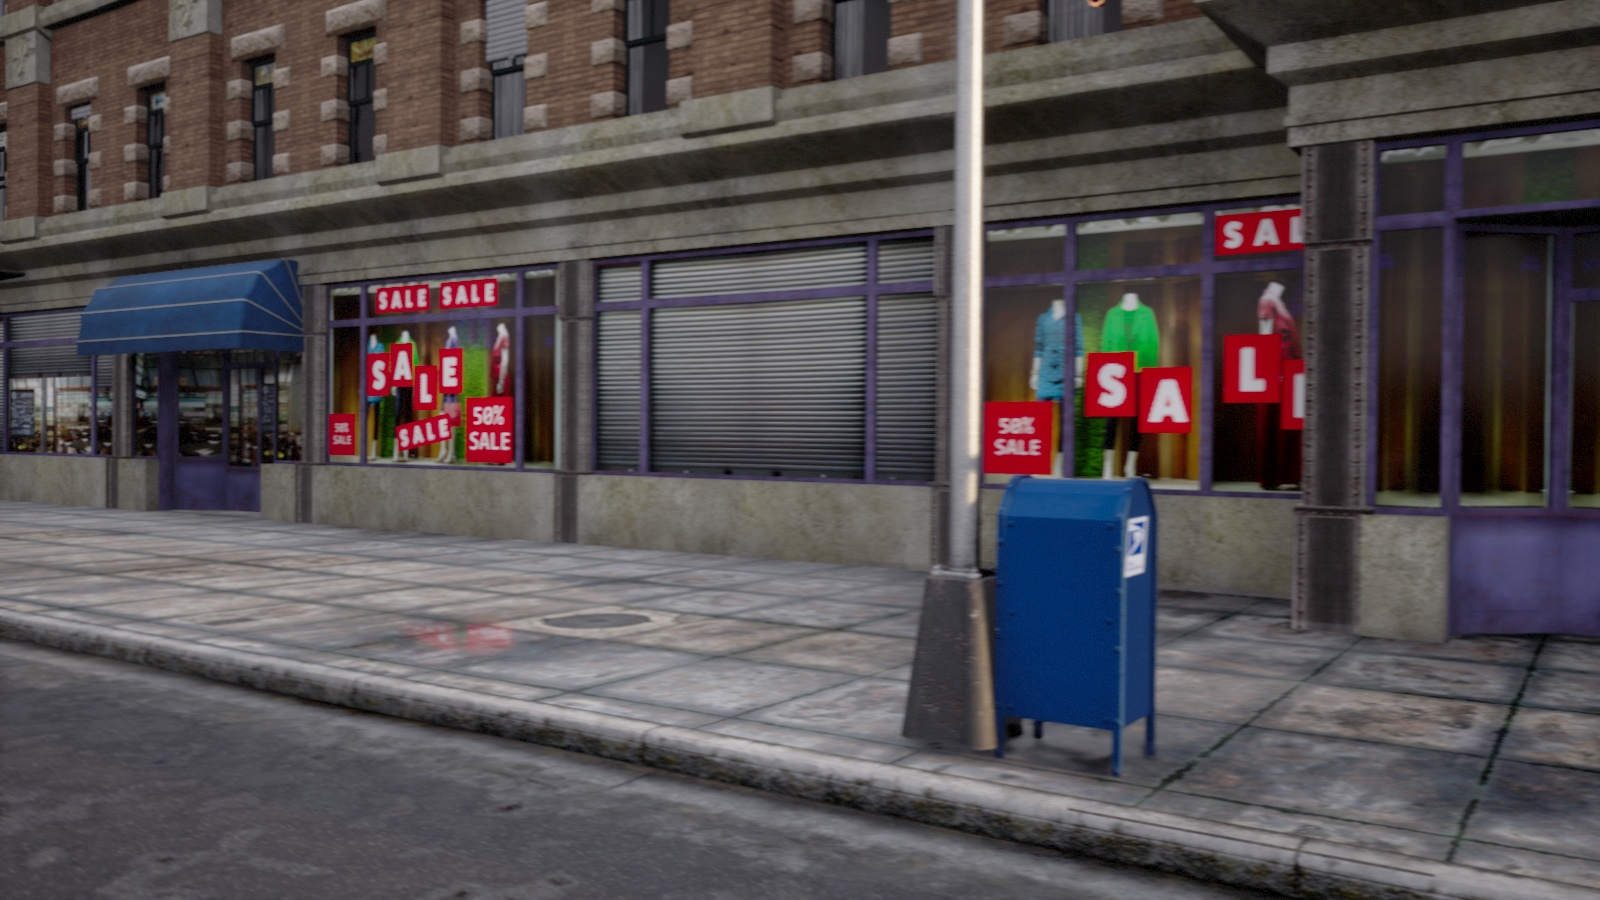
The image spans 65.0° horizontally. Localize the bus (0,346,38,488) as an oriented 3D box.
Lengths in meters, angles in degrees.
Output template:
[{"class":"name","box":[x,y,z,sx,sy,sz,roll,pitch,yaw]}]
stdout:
[{"class":"bus","box":[-27.088,-0.869,34.413,3.944,4.253,10.273,0,1,21]}]
